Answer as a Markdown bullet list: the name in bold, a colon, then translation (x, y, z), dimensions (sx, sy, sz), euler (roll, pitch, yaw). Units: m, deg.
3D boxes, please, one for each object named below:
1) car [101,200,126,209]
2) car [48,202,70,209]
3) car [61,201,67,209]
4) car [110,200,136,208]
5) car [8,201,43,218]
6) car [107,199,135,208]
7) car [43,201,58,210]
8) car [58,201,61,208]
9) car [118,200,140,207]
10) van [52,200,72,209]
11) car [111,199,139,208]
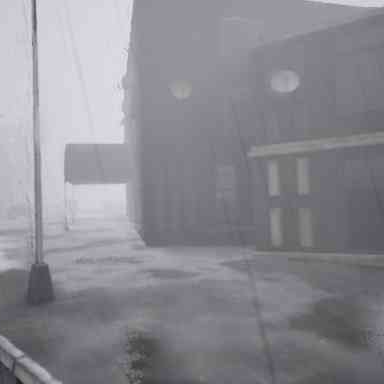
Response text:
- **car**: translation (-13.126, 2.125, 57.522), dimensions (4.892, 1.521, 2.231), euler (-1, -1, -25)
- **car**: translation (-32.996, 3.406, 82.399), dimensions (4.792, 1.488, 2.163), euler (-3, -1, -25)
- **car**: translation (-32.716, 3.184, 79.494), dimensions (4.553, 1.767, 2.185), euler (-3, -1, -25)
- **car**: translation (-13.820, 2.354, 66.288), dimensions (4.674, 1.452, 2.002), euler (-1, -1, -25)
- **car**: translation (-18.677, 2.014, 36.889), dimensions (1.837, 1.490, 4.892), euler (-2, 0, -6)
- **car**: translation (-13.583, 2.251, 63.366), dimensions (4.892, 1.521, 2.231), euler (-1, -1, -25)
- **car**: translation (-32.022, 2.868, 70.696), dimensions (5.566, 2.045, 2.435), euler (-3, -1, -25)
- **car**: translation (-32.291, 3.214, 73.594), dimensions (4.792, 1.488, 2.163), euler (-3, -1, -25)
- **car**: translation (-14.785, 2.597, 77.971), dimensions (4.792, 1.488, 2.163), euler (-1, -1, -25)
- **van**: translation (-33.319, 3.220, 85.297), dimensions (4.442, 1.987, 1.878), euler (-3, -1, -25)
- **car**: translation (-13.892, 2.371, 69.296), dimensions (5.366, 1.575, 1.946), euler (-1, -1, -25)
